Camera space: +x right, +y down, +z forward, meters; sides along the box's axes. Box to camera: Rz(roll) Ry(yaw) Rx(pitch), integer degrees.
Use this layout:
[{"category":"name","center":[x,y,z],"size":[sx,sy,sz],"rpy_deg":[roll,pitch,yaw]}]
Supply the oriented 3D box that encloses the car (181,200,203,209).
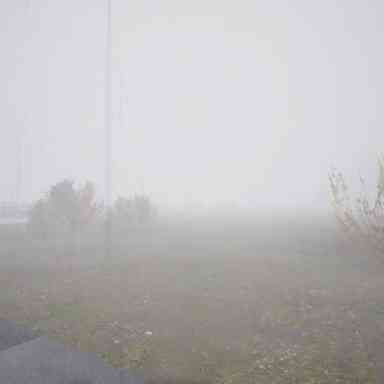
[{"category":"car","center":[0.068,2.077,54.858],"size":[1.812,1.442,4.674],"rpy_deg":[-1,-1,36]}]

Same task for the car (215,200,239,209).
[{"category":"car","center":[5.981,2.093,56.962],"size":[2.033,1.411,5.357],"rpy_deg":[-1,-1,36]}]

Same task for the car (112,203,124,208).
[{"category":"car","center":[-7.950,1.624,43.764],"size":[2.150,2.045,5.566],"rpy_deg":[-1,-2,36]}]

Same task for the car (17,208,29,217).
[{"category":"car","center":[-14.893,1.818,34.121],"size":[2.033,1.411,5.357],"rpy_deg":[-1,-1,36]}]

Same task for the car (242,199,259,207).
[{"category":"car","center":[11.327,2.173,64.388],"size":[1.812,1.442,4.674],"rpy_deg":[-1,-1,36]}]
